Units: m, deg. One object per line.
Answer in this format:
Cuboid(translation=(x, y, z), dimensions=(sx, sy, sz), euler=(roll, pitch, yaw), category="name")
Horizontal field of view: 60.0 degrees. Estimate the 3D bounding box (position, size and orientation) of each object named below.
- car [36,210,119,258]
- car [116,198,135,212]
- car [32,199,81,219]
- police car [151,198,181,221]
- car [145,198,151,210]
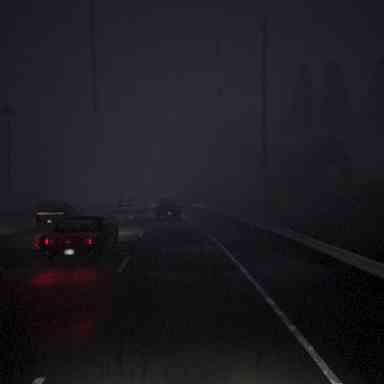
Cuboid(translation=(-3.980, 1.567, 12.584), dimensions=(1.895, 1.301, 4.718), euler=(0, 0, -4), category="car")
Cuboid(translation=(-7.419, 1.387, 37.198), dimensions=(2.128, 1.511, 4.902), euler=(0, 0, -12), category="car")
Cuboid(translation=(-8.355, 1.437, 21.190), dimensions=(2.128, 1.511, 4.902), euler=(0, 0, -7), category="car")
Cuboid(translation=(-2.030, 1.346, 26.758), dimensions=(1.930, 1.638, 5.238), euler=(0, 0, -8), category="police car")
Cuboid(translation=(-4.697, 1.406, 41.127), dimensions=(1.812, 1.442, 4.674), euler=(0, 0, -12), category="car")
